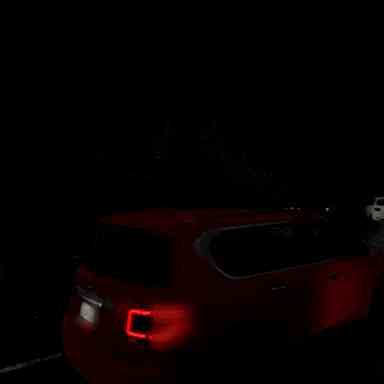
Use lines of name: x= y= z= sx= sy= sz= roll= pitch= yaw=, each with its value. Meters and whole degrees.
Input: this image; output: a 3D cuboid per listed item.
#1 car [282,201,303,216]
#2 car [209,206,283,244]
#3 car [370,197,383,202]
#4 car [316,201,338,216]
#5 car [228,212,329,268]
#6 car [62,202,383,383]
car: x=11.384 y=1.785 z=37.341 sx=2.033 sy=1.411 sz=5.357 roll=0 pitch=0 yaw=19
car: x=3.040 y=1.596 z=17.735 sx=1.882 sy=1.535 sz=5.008 roll=0 pitch=0 yaw=35
car: x=14.311 y=1.366 z=24.781 sx=2.150 sy=2.045 sz=5.566 roll=0 pitch=0 yaw=21
car: x=14.909 y=1.791 z=36.920 sx=1.994 sy=1.385 sz=4.181 roll=0 pitch=0 yaw=19
car: x=3.437 y=1.607 z=12.493 sx=1.812 sy=1.442 sz=4.674 roll=0 pitch=0 yaw=41
car: x=1.028 y=1.255 z=4.940 sx=5.566 sy=2.045 sz=2.150 roll=0 pitch=0 yaw=-41
